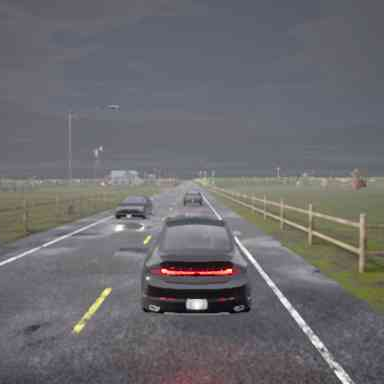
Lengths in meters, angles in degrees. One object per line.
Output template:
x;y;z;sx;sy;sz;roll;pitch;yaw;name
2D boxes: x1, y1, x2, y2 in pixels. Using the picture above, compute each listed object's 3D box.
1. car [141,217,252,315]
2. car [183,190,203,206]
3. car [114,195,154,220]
0.077;1.294;7.197;1.837;1.490;4.892;0;2;0;car
0.096;0.522;33.171;2.128;1.511;4.902;0;2;0;car
-3.601;0.917;21.627;2.033;1.411;5.357;0;2;0;car
